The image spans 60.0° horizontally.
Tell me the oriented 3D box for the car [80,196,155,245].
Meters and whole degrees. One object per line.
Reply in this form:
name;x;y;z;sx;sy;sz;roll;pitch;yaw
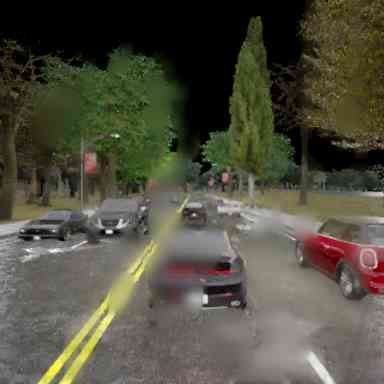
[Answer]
car;-3.307;1.236;16.075;2.150;2.045;5.566;0;0;0

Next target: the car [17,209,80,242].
car;-6.557;1.557;16.716;2.033;1.411;5.357;0;0;0

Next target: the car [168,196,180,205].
car;-3.128;1.427;58.592;1.837;1.490;4.892;0;0;1

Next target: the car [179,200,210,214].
car;0.173;1.500;26.587;1.882;1.535;5.008;0;0;0

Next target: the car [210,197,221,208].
car;3.414;1.476;47.213;2.128;1.511;4.902;0;0;1

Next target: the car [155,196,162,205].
car;-6.375;1.443;58.599;1.812;1.442;4.674;0;0;1

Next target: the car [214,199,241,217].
car;3.383;1.624;31.313;1.895;1.301;4.718;0;0;1

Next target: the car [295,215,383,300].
car;4.244;1.372;8.572;2.097;1.767;4.553;0;0;0

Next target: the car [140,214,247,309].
car;0.117;1.517;7.894;1.837;1.490;4.892;0;0;0
